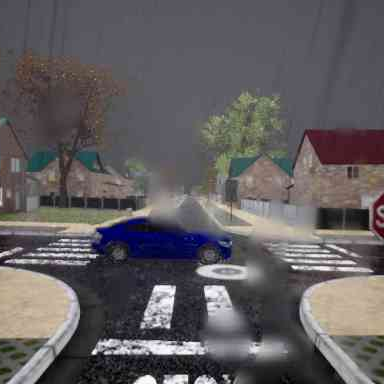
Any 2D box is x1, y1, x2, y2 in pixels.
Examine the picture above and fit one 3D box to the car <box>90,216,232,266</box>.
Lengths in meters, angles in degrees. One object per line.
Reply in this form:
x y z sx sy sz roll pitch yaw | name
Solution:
-0.999 1.569 11.180 4.674 1.442 1.812 1 0 -1 | car
